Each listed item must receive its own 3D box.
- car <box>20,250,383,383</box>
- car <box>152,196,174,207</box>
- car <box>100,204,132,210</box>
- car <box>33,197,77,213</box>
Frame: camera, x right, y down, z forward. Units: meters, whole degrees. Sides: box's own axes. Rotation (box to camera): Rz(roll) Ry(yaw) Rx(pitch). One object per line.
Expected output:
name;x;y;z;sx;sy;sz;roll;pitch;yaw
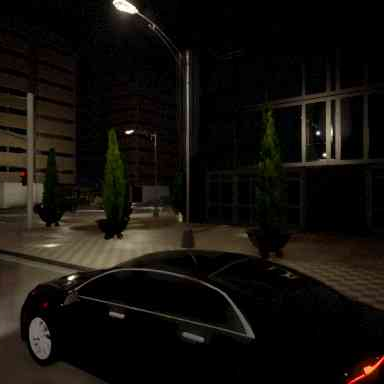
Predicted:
car;-0.248;1.505;4.168;4.892;1.490;1.837;0;0;36
car;-4.152;1.411;51.991;2.097;1.767;4.553;0;0;35
car;-9.922;1.585;43.818;1.812;1.442;4.674;0;0;35
car;-15.048;1.411;36.570;2.097;1.767;4.553;0;0;35
